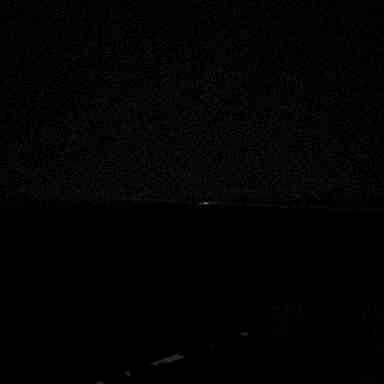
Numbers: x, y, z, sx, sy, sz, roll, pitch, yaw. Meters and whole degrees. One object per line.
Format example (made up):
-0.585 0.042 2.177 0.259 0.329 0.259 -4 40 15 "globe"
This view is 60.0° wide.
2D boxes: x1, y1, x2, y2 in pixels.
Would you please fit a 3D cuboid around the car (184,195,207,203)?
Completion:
0.618 1.278 63.756 2.033 1.411 5.357 -2 1 -35 "car"
